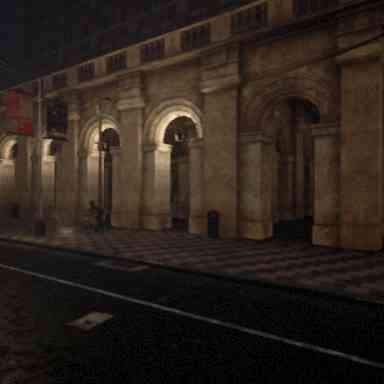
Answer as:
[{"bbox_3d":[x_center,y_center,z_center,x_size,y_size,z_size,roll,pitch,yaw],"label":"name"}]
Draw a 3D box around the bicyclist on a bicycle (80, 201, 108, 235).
[{"bbox_3d":[-4.758,1.240,16.192,0.582,1.620,1.656,0,1,35],"label":"bicyclist on a bicycle"}]
